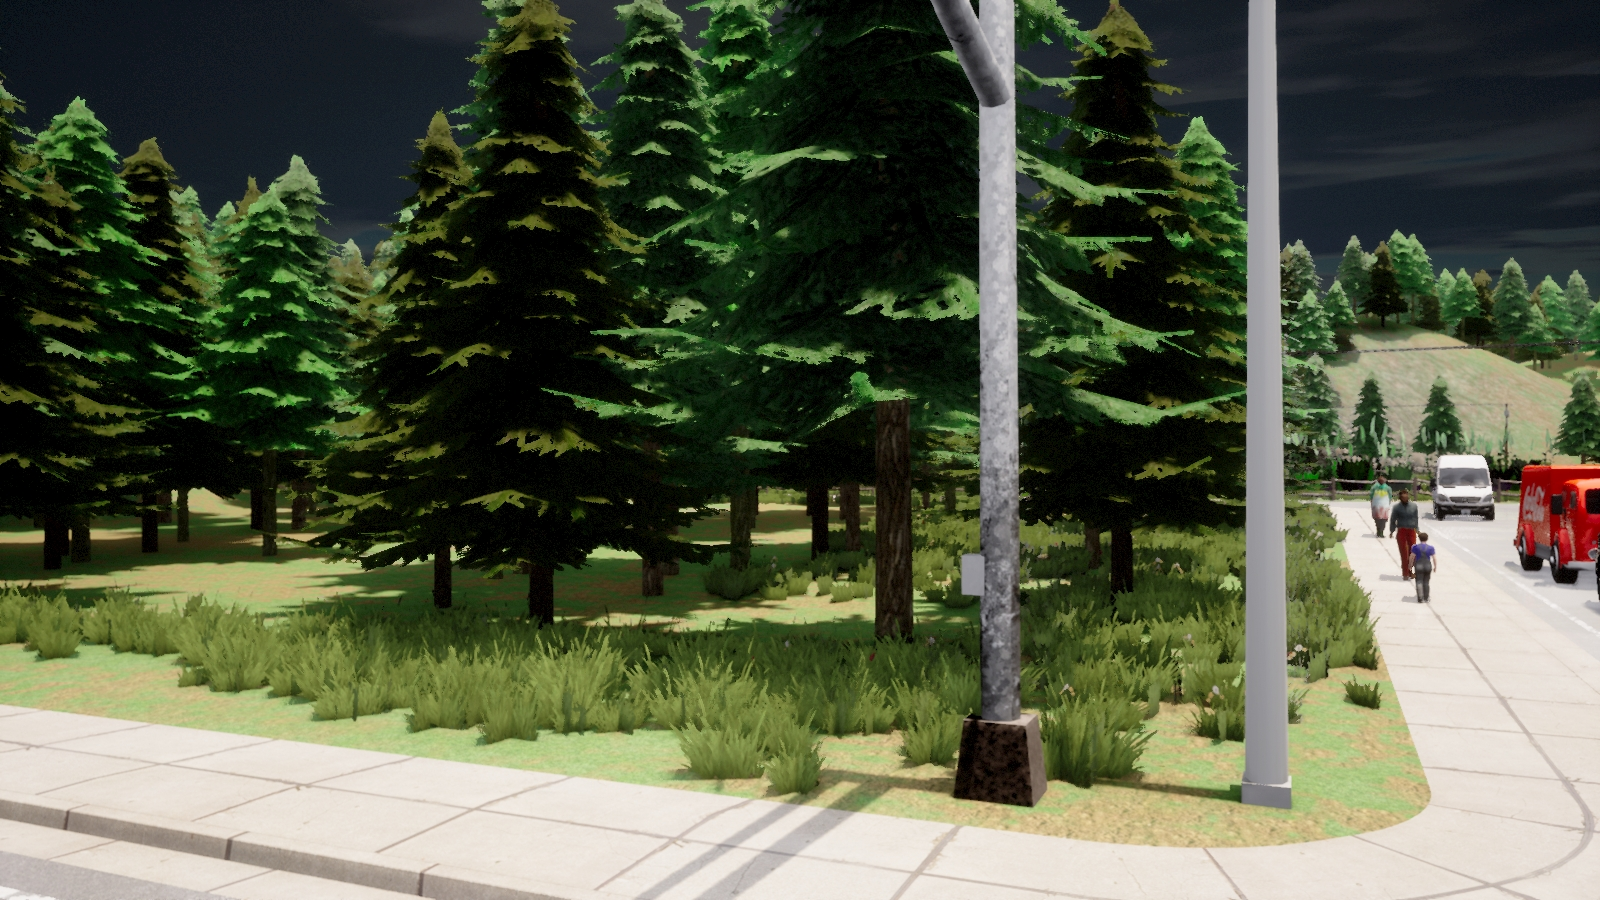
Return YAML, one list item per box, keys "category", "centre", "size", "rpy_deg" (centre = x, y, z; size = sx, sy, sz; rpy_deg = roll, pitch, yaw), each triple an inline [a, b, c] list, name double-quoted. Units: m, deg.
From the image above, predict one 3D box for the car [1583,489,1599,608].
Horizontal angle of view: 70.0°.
- category: "car"
  centre: [14.368, 1.739, 18.190]
  size: [2.150, 2.045, 5.566]
  rpy_deg: [0, 0, 24]

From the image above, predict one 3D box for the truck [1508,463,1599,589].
- category: "truck"
  centre: [17.317, 1.527, 24.762]
  size: [2.627, 2.467, 5.204]
  rpy_deg: [0, 0, 24]

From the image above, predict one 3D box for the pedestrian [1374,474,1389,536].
- category: "pedestrian"
  centre: [17.574, 1.666, 34.548]
  size: [0.375, 1.860, 0.375]
  rpy_deg: [0, 0, 23]

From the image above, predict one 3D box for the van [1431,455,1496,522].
- category: "van"
  centre: [26.954, 1.479, 46.540]
  size: [1.988, 2.561, 5.915]
  rpy_deg: [-1, 0, 27]

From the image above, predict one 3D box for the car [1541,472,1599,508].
- category: "car"
  centre: [37.386, 1.867, 53.624]
  size: [3.988, 1.617, 1.851]
  rpy_deg: [0, 0, 18]

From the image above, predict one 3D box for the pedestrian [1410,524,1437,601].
- category: "pedestrian"
  centre: [10.886, 1.956, 19.961]
  size: [0.375, 1.300, 0.375]
  rpy_deg: [0, 0, 23]

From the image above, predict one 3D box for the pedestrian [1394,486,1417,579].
- category: "pedestrian"
  centre: [12.323, 1.675, 23.252]
  size: [0.375, 1.860, 0.375]
  rpy_deg: [0, 0, 22]
